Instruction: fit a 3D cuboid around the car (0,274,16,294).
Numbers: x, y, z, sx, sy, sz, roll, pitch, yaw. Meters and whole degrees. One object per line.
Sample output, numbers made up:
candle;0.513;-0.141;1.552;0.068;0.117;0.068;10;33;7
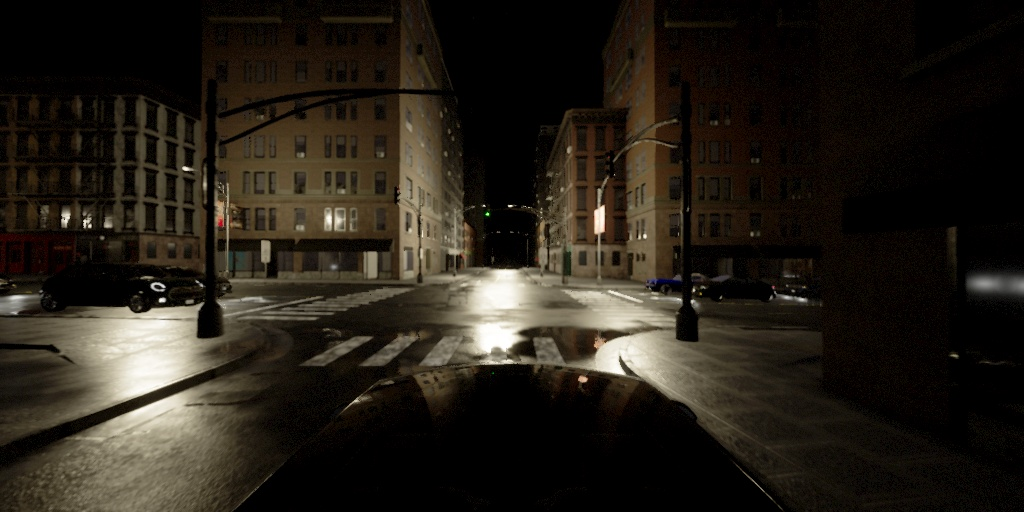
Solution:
car;-25.873;1.033;16.360;4.892;1.490;1.837;1;-1;0

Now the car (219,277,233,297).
car;-15.491;1.197;16.319;4.892;1.490;1.837;1;-1;0

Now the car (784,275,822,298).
car;20.627;1.890;22.885;5.357;1.411;2.033;1;-1;1

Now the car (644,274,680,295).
car;11.027;1.791;22.918;4.718;1.301;1.895;1;-1;0

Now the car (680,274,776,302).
car;11.947;1.733;19.666;4.181;1.385;1.994;1;-1;0

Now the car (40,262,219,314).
car;-13.877;1.033;13.028;4.553;1.767;2.097;1;-1;1
